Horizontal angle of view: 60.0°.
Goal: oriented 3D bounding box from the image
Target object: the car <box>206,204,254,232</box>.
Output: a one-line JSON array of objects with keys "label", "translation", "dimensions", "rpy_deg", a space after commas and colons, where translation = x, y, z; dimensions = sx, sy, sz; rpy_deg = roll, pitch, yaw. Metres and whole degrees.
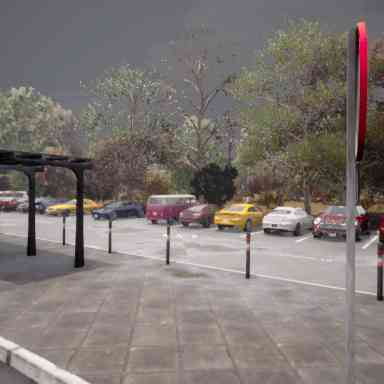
[{"label": "car", "translation": [3.265, 1.476, 20.396], "dimensions": [2.097, 1.535, 5.008], "rpy_deg": [1, 0, 35]}]

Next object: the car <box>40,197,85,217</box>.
[{"label": "car", "translation": [-10.400, 1.323, 29.918], "dimensions": [1.946, 1.575, 5.366], "rpy_deg": [1, 0, 36]}]

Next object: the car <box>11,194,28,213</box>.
[{"label": "car", "translation": [-14.807, 1.277, 33.297], "dimensions": [2.231, 1.521, 4.892], "rpy_deg": [1, 0, 35]}]

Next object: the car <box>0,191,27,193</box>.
[{"label": "car", "translation": [-21.605, 0.950, 38.102], "dimensions": [2.435, 2.045, 5.566], "rpy_deg": [1, 0, 36]}]

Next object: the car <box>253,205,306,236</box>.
[{"label": "car", "translation": [5.526, 1.542, 18.787], "dimensions": [2.002, 1.452, 4.674], "rpy_deg": [1, 0, 35]}]

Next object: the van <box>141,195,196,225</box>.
[{"label": "van", "translation": [-1.183, 1.200, 23.717], "dimensions": [1.878, 1.987, 4.442], "rpy_deg": [1, 0, 35]}]

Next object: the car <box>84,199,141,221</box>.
[{"label": "car", "translation": [-5.789, 1.405, 26.822], "dimensions": [2.163, 1.488, 4.792], "rpy_deg": [1, 0, 35]}]

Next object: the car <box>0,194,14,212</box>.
[{"label": "car", "translation": [-17.067, 1.251, 34.908], "dimensions": [2.097, 1.535, 5.008], "rpy_deg": [1, 0, 35]}]

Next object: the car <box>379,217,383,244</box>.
[{"label": "car", "translation": [10.050, 1.553, 15.571], "dimensions": [2.097, 1.535, 5.008], "rpy_deg": [1, 0, 35]}]

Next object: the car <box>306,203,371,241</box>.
[{"label": "car", "translation": [7.806, 1.402, 17.202], "dimensions": [2.185, 1.767, 4.553], "rpy_deg": [1, 0, 35]}]

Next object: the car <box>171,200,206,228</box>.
[{"label": "car", "translation": [1.004, 1.491, 22.010], "dimensions": [2.002, 1.452, 4.674], "rpy_deg": [1, 0, 36]}]

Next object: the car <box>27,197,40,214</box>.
[{"label": "car", "translation": [-12.535, 1.331, 31.704], "dimensions": [2.163, 1.488, 4.792], "rpy_deg": [1, 0, 35]}]
